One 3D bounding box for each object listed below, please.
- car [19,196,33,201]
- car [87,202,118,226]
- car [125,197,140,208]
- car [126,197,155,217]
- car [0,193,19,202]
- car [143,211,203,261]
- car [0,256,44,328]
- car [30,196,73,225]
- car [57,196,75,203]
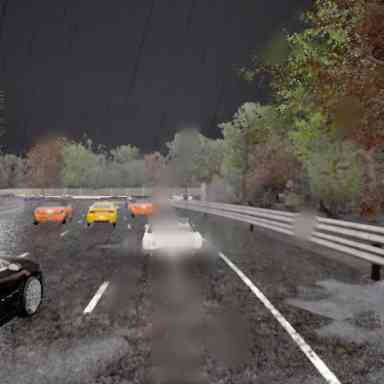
[{"bbox_3d":[-42.481,1.607,83.095,5.357,1.411,2.033,0,0,38],"label":"car"},{"bbox_3d":[-6.391,1.482,23.901,1.882,1.535,5.008,0,0,-13],"label":"car"},{"bbox_3d":[-8.611,1.481,48.021,2.128,1.511,4.902,0,0,-11],"label":"car"},{"bbox_3d":[-4.770,1.341,30.942,2.097,1.767,4.553,0,0,-16],"label":"car"},{"bbox_3d":[-44.764,1.309,80.439,5.566,2.045,2.150,0,0,38],"label":"car"},{"bbox_3d":[-0.807,1.592,12.363,1.895,1.301,4.718,0,0,-6],"label":"car"},{"bbox_3d":[-3.698,1.503,4.501,2.128,1.511,4.902,0,0,-3],"label":"car"},{"bbox_3d":[-10.168,1.372,24.676,2.097,1.767,4.553,0,0,-14],"label":"car"},{"bbox_3d":[-28.085,1.574,73.775,2.128,1.511,4.902,0,0,-41],"label":"car"}]
